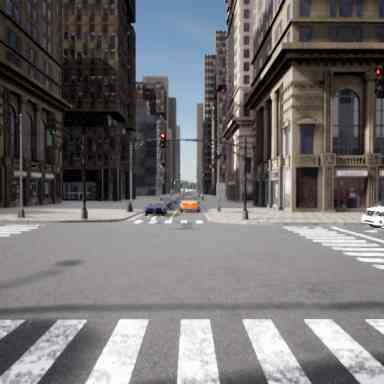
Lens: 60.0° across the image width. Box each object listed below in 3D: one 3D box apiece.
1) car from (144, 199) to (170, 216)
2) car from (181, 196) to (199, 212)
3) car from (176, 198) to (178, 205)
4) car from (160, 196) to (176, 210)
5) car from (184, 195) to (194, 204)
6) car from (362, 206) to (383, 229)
[{"bbox_3d":[-3.369,1.578,31.612,1.895,1.301,4.718,0,0,-1],"label":"car"},{"bbox_3d":[-0.235,1.324,38.932,2.097,1.767,4.553,0,0,0],"label":"car"},{"bbox_3d":[-3.551,1.484,58.907,1.812,1.442,4.674,0,0,0],"label":"car"},{"bbox_3d":[-3.464,1.473,43.076,1.837,1.490,4.892,0,0,-1],"label":"car"},{"bbox_3d":[-0.502,1.463,64.309,1.837,1.490,4.892,0,1,0],"label":"car"},{"bbox_3d":[13.204,1.261,19.726,5.566,2.045,2.150,0,1,-1],"label":"car"}]
